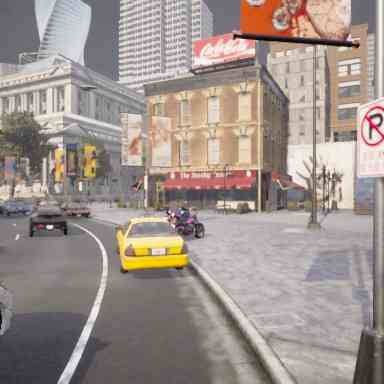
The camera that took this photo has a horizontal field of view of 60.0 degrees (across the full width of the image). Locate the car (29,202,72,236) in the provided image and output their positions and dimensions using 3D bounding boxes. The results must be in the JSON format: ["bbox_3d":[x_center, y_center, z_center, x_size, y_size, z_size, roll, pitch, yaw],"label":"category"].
[{"bbox_3d":[-8.134,1.496,18.724,1.837,1.490,4.892,0,-1,-26],"label":"car"}]

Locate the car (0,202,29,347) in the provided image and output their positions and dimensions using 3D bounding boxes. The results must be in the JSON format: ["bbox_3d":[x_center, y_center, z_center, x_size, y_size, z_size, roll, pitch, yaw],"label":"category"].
[{"bbox_3d":[-3.336,1.221,1.996,2.150,2.045,5.566,0,0,-3],"label":"car"}]

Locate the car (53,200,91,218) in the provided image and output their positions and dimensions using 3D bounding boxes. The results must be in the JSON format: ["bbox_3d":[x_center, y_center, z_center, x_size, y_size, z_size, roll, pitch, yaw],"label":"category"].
[{"bbox_3d":[-10.377,1.586,28.766,1.895,1.301,4.718,0,0,-34],"label":"car"}]

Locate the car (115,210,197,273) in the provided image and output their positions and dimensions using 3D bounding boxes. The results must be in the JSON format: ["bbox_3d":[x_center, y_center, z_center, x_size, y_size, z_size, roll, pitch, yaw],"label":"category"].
[{"bbox_3d":[-1.478,1.456,10.764,1.801,1.575,5.366,0,0,-15],"label":"car"}]
